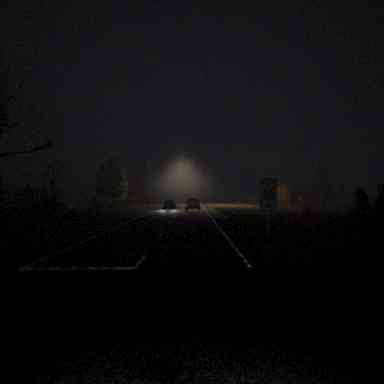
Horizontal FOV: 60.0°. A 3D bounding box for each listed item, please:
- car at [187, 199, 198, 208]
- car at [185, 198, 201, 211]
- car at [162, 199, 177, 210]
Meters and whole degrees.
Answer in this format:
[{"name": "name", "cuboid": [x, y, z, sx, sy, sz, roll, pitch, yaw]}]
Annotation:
[{"name": "car", "cuboid": [0.129, 1.880, 56.104, 1.837, 1.490, 4.892, 0, 0, 0]}, {"name": "car", "cuboid": [0.104, 1.650, 46.071, 2.097, 1.767, 4.553, 0, 0, 0]}, {"name": "car", "cuboid": [-3.385, 1.861, 50.278, 1.837, 1.490, 4.892, 0, 0, 0]}]
